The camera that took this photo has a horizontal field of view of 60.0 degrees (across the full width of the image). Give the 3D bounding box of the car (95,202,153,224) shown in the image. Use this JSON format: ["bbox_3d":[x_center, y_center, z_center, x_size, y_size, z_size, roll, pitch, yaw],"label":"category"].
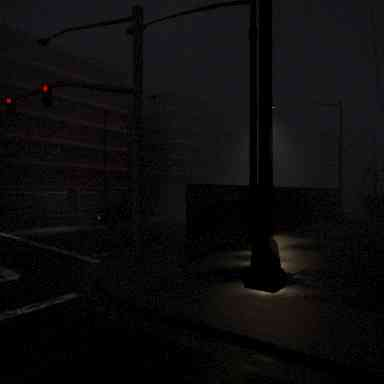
[{"bbox_3d":[-4.971,1.491,24.808,2.128,1.511,4.902,0,0,35],"label":"car"}]
